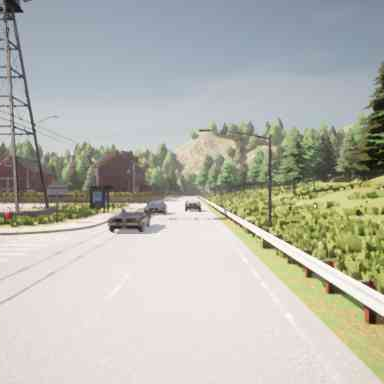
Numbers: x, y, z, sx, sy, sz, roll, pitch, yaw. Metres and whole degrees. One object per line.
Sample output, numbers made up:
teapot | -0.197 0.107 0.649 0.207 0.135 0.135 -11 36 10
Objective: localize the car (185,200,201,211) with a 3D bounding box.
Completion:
car | 0.119 1.590 40.784 1.895 1.301 4.718 0 0 0

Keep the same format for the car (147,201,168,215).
car | -3.547 1.555 33.403 1.994 1.385 4.181 0 0 1

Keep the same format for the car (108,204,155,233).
car | -3.589 1.596 19.781 1.895 1.301 4.718 0 0 0
